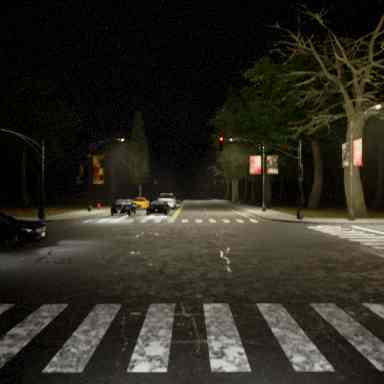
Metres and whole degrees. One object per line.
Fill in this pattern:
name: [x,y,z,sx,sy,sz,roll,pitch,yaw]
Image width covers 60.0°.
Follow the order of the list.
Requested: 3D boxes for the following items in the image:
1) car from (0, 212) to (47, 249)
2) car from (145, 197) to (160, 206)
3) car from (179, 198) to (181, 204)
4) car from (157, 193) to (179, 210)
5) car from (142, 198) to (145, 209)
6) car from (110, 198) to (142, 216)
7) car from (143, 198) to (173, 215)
car: [-8.450,1.479,13.680,4.674,1.442,1.812,0,0,0]
car: [-6.528,1.613,55.149,1.994,1.385,4.181,0,0,0]
car: [-3.209,1.715,65.013,1.895,1.301,4.718,0,0,1]
car: [-3.295,1.212,43.356,2.150,2.045,5.566,0,0,0]
car: [-6.548,1.468,42.109,1.882,1.535,5.008,0,0,0]
car: [-6.561,1.468,32.335,2.128,1.511,4.902,0,0,0]
car: [-3.302,1.541,32.975,1.994,1.385,4.181,0,0,1]
